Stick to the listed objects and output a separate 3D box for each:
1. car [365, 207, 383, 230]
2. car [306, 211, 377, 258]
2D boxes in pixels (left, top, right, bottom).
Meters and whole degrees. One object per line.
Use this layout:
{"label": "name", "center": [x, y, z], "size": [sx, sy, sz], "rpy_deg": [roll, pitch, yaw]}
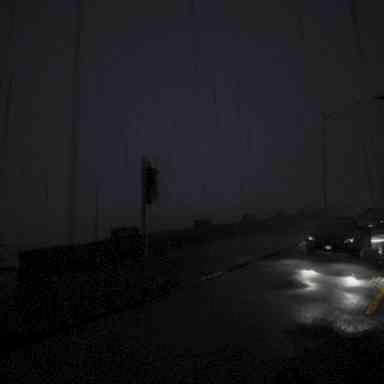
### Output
{"label": "car", "center": [12.232, 1.787, 21.974], "size": [2.128, 1.511, 4.902], "rpy_deg": [-2, -2, 37]}
{"label": "car", "center": [6.272, 1.739, 13.916], "size": [1.812, 1.442, 4.674], "rpy_deg": [-2, -2, 36]}
